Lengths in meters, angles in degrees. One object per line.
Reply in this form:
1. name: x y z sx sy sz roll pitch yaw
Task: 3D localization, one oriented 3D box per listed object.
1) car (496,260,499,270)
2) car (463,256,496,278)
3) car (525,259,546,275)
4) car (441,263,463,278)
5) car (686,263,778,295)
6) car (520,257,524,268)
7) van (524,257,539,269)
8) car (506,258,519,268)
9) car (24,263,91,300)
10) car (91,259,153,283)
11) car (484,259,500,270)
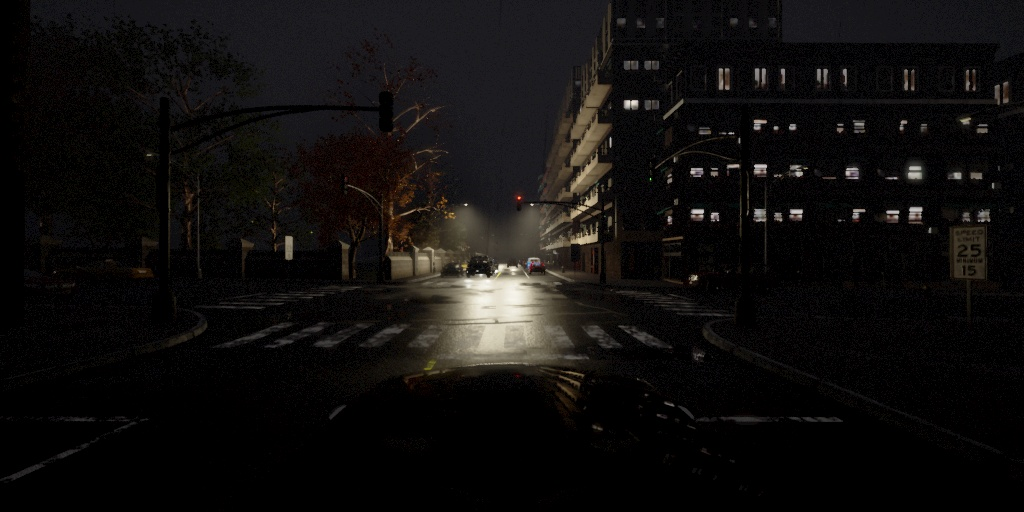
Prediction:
1. car: -3.034 1.322 44.906 2.033 1.411 5.357 0 0 0
2. car: -3.037 0.986 34.654 2.150 2.045 5.566 0 0 1
3. car: 2.747 1.314 39.985 1.888 1.381 4.507 0 0 0
4. car: -5.642 1.330 34.367 1.948 1.339 4.313 0 0 0
5. car: 13.479 1.353 21.998 5.009 1.841 2.192 0 0 0
6. car: 2.772 1.230 56.875 1.967 1.591 4.097 0 0 0
7. van: 2.756 1.116 45.615 1.690 1.789 3.998 0 0 0
8. car: 0.090 1.304 62.659 1.837 1.490 4.892 0 0 0
9. car: -18.945 1.007 13.356 4.207 1.307 1.802 0 0 0
10. car: -24.714 0.882 21.690 4.829 1.417 1.751 0 0 0
11. car: -3.010 1.279 55.005 2.128 1.511 4.902 0 0 0
